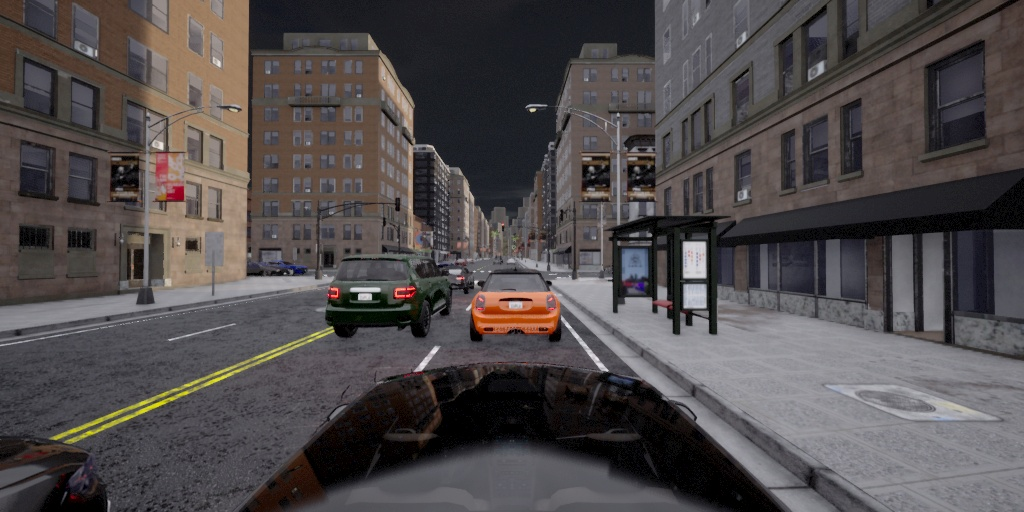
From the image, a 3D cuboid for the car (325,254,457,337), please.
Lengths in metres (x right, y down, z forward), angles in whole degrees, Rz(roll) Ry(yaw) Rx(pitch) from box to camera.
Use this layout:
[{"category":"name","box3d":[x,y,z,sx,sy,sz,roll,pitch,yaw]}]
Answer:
[{"category":"car","box3d":[-3.171,0.974,10.401,2.150,2.045,5.566,0,0,0]}]

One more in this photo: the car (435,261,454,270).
[{"category":"car","box3d":[-9.969,1.368,53.384,1.895,1.301,4.718,0,0,0]}]

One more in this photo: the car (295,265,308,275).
[{"category":"car","box3d":[-22.788,1.149,35.259,5.008,1.535,1.882,0,-1,0]}]

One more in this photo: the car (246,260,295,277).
[{"category":"car","box3d":[-22.918,1.175,32.008,5.357,1.411,2.033,0,-1,0]}]

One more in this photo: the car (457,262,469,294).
[{"category":"car","box3d":[-3.199,1.282,20.108,1.812,1.442,4.674,0,0,0]}]

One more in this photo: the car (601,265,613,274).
[{"category":"car","box3d":[12.631,1.441,42.166,4.181,1.385,1.994,0,-1,0]}]

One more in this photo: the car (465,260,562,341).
[{"category":"car","box3d":[0.080,1.104,10.015,2.097,1.767,4.553,0,0,0]}]
